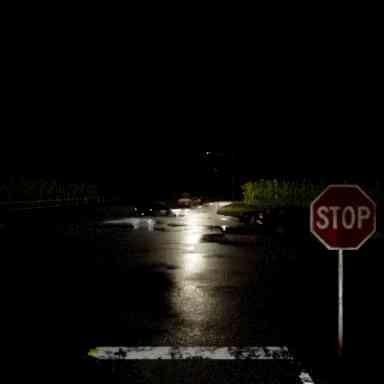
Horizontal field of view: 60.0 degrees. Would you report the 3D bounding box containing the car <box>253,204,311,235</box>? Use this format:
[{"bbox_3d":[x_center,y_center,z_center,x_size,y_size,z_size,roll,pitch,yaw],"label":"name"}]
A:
[{"bbox_3d":[6.100,1.550,18.287,4.892,1.490,1.837,0,0,4],"label":"car"}]

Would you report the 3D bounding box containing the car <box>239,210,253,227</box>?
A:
[{"bbox_3d":[5.580,1.540,22.031,4.902,1.511,2.128,0,0,4],"label":"car"}]

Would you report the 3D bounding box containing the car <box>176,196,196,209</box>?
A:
[{"bbox_3d":[-1.108,1.585,44.719,1.994,1.385,4.181,0,0,8],"label":"car"}]

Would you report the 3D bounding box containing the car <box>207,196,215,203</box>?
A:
[{"bbox_3d":[3.638,1.592,69.359,1.812,1.442,4.674,0,0,13],"label":"car"}]

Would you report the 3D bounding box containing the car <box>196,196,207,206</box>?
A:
[{"bbox_3d":[0.786,1.387,56.492,2.097,1.767,4.553,0,0,11],"label":"car"}]

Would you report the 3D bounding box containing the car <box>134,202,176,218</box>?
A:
[{"bbox_3d":[-3.524,1.610,30.958,1.895,1.301,4.718,0,0,20],"label":"car"}]
